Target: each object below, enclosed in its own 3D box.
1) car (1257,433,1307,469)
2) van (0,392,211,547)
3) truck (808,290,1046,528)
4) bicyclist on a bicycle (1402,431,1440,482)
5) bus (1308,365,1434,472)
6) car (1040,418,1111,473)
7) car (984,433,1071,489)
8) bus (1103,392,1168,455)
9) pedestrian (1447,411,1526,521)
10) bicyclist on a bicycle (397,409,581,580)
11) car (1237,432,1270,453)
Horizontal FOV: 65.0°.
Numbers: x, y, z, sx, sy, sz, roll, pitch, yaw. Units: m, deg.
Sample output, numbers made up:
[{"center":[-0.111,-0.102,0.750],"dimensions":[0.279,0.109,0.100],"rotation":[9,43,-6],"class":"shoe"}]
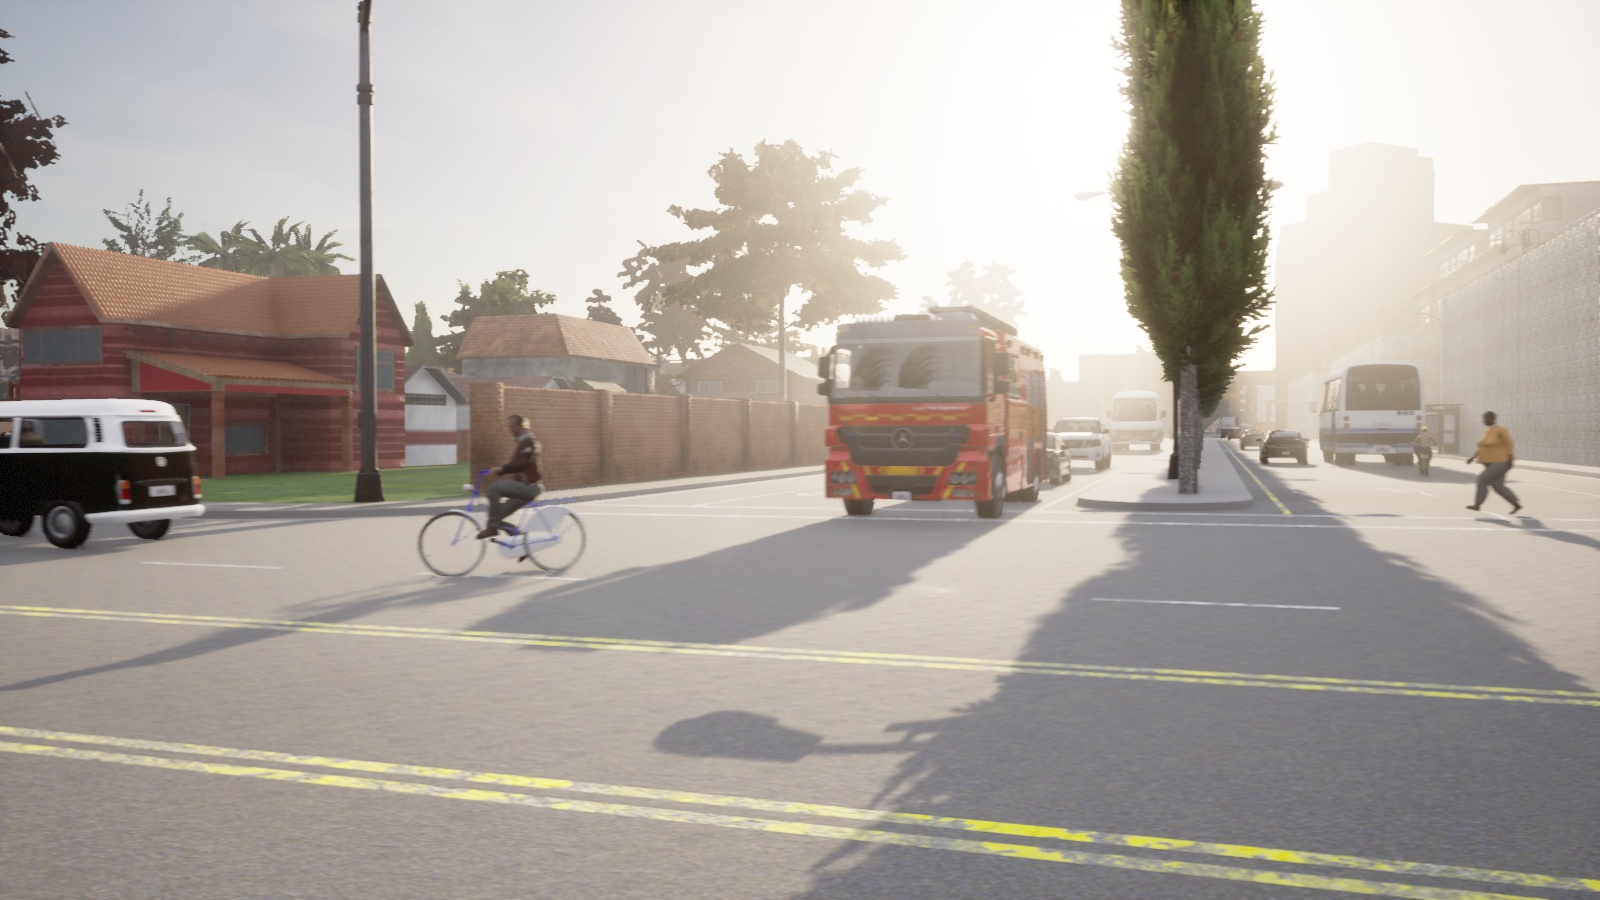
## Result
[{"center":[21.526,0.012,56.226],"dimensions":[1.837,1.490,4.892],"rotation":[1,1,18],"class":"car"},{"center":[-11.077,0.220,18.015],"dimensions":[4.480,2.038,2.069],"rotation":[0,1,15],"class":"van"},{"center":[2.838,-0.722,24.681],"dimensions":[2.891,3.827,8.468],"rotation":[1,1,18],"class":"truck"},{"center":[20.190,0.185,40.854],"dimensions":[0.866,1.612,1.509],"rotation":[1,1,18],"class":"bicyclist on a bicycle"},{"center":[25.073,-1.349,55.775],"dimensions":[3.944,4.253,10.273],"rotation":[1,1,18],"class":"bus"},{"center":[10.935,-0.207,49.542],"dimensions":[2.150,2.045,5.566],"rotation":[1,1,18],"class":"car"},{"center":[6.711,0.272,36.595],"dimensions":[1.837,1.490,4.892],"rotation":[1,1,18],"class":"car"},{"center":[24.183,-1.903,90.140],"dimensions":[3.944,4.253,10.273],"rotation":[1,1,18],"class":"bus"},{"center":[11.874,0.268,21.752],"dimensions":[0.900,1.855,0.874],"rotation":[0,1,5],"class":"pedestrian"},{"center":[-3.399,0.464,13.739],"dimensions":[1.843,1.776,0.659],"rotation":[0,-1,-26],"class":"bicyclist on a bicycle"},{"center":[33.329,-0.577,92.430],"dimensions":[2.128,1.511,4.902],"rotation":[0,1,18],"class":"car"}]
